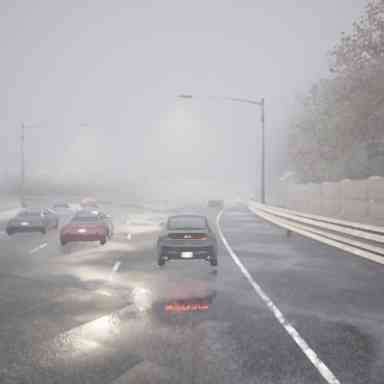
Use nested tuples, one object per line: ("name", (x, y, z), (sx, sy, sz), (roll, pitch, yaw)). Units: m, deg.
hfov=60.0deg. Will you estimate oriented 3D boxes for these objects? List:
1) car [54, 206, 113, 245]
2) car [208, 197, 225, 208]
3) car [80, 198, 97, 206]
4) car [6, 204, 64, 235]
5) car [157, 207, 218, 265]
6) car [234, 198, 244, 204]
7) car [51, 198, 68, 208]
("car", (-4.882, 1.583, 15.851), (1.994, 1.385, 4.181), (0, 0, -9))
("car", (3.526, 1.468, 47.594), (1.882, 1.535, 5.008), (0, 0, 12))
("car", (-14.832, 1.582, 47.574), (1.812, 1.442, 4.674), (0, 0, -25))
("car", (-8.974, 1.598, 19.089), (1.994, 1.385, 4.181), (0, 0, -11))
("car", (-0.137, 1.506, 11.720), (1.837, 1.490, 4.892), (0, 0, 0))
("car", (11.720, 2.313, 82.613), (1.812, 1.442, 4.674), (0, -3, 14))
("car", (-19.608, 1.638, 49.163), (1.994, 1.385, 4.181), (0, 0, -28))
